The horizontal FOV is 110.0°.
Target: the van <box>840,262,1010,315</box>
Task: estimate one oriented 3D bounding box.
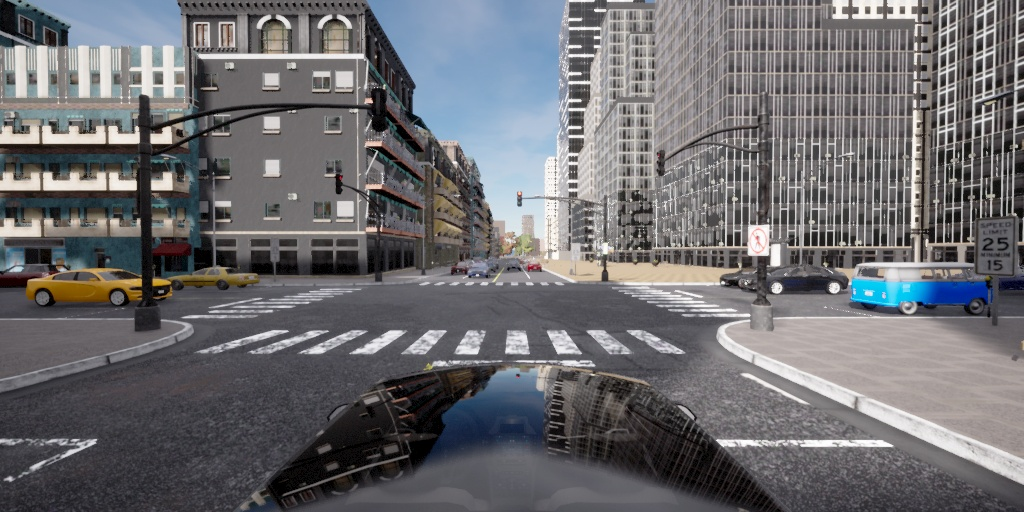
[{"bbox_3d":[14.721,1.116,12.939,3.998,1.789,1.690,0,0,0],"label":"van"}]

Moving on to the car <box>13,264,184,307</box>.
[{"bbox_3d":[-17.724,1.285,15.557,5.008,1.535,1.882,0,1,0],"label":"car"}]

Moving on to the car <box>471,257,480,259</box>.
[{"bbox_3d":[-5.566,1.181,45.058,1.967,1.591,4.097,0,0,0],"label":"car"}]

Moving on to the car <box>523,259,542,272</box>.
[{"bbox_3d":[2.782,1.286,45.091,1.888,1.381,4.507,0,0,0],"label":"car"}]

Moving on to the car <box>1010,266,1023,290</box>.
[{"bbox_3d":[25.213,1.194,18.703,4.674,1.442,1.812,0,1,0],"label":"car"}]

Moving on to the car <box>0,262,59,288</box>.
[{"bbox_3d":[-28.724,1.188,21.375,4.097,1.591,1.967,0,0,0],"label":"car"}]

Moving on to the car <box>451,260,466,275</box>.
[{"bbox_3d":[-5.582,1.287,39.409,1.888,1.381,4.507,0,0,0],"label":"car"}]

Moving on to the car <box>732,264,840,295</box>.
[{"bbox_3d":[14.641,1.193,18.718,4.892,1.490,1.837,0,1,0],"label":"car"}]

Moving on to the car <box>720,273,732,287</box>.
[{"bbox_3d":[14.732,1.214,21.320,4.313,1.339,1.948,0,0,0],"label":"car"}]

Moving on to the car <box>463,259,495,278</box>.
[{"bbox_3d":[-3.007,1.290,33.958,2.033,1.411,5.357,0,0,0],"label":"car"}]

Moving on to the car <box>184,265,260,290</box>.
[{"bbox_3d":[-17.826,1.245,21.361,4.829,1.417,1.751,0,0,0],"label":"car"}]

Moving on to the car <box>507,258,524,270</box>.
[{"bbox_3d":[0.246,1.288,51.230,2.033,1.411,5.357,0,0,0],"label":"car"}]

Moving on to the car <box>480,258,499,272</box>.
[{"bbox_3d":[-2.976,1.305,43.991,1.994,1.385,4.181,0,0,0],"label":"car"}]
